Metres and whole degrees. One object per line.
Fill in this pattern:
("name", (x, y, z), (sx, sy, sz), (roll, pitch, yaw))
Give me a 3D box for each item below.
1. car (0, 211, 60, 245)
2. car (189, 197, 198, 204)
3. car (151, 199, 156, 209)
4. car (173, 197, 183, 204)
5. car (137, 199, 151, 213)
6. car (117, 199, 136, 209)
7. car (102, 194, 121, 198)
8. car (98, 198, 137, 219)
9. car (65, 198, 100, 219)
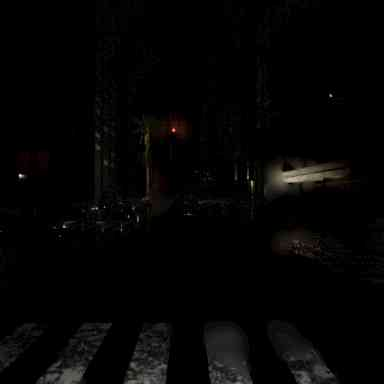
("car", (-8.087, 1.545, 14.004), (4.674, 1.442, 1.812), (0, 0, -33))
("car", (0.279, 1.791, 69.850), (1.994, 1.385, 4.181), (0, 0, 0))
("car", (-6.467, 1.735, 48.982), (1.895, 1.301, 4.718), (0, 0, 1))
("car", (-2.971, 1.791, 69.833), (1.994, 1.385, 4.181), (0, 0, 0))
("car", (-6.502, 1.587, 39.093), (2.128, 1.511, 4.902), (0, 0, 0))
("car", (-9.711, 1.701, 49.798), (1.994, 1.385, 4.181), (0, 0, 0))
("car", (-9.753, 1.320, 39.838), (2.150, 2.045, 5.566), (0, 0, 0))
("car", (-6.527, 1.543, 29.625), (1.882, 1.535, 5.008), (0, 0, 0))
("car", (-9.772, 1.544, 29.892), (1.882, 1.535, 5.008), (0, 0, 0))
